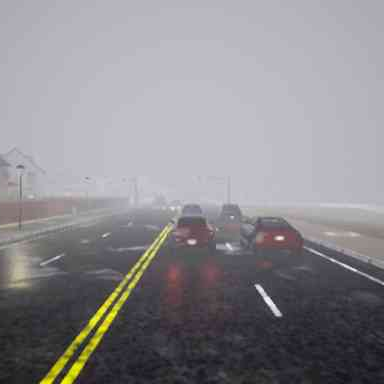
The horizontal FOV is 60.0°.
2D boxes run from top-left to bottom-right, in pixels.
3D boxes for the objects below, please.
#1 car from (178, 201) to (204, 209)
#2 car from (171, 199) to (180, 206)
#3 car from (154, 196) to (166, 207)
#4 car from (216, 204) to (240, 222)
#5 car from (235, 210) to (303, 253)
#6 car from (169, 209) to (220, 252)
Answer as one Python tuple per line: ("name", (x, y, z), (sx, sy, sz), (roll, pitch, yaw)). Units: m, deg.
("car", (0.012, 1.766, 29.476), (1.882, 1.535, 5.008), (0, 0, 0))
("car", (-3.234, 2.192, 68.196), (2.128, 1.511, 4.902), (0, -1, 0))
("car", (-6.481, 1.907, 68.348), (2.150, 2.045, 5.566), (0, -1, 0))
("car", (3.260, 1.794, 29.310), (1.837, 1.490, 4.892), (0, 0, 0))
("car", (3.257, 1.702, 14.332), (1.994, 1.385, 4.181), (0, 0, 0))
("car", (0.007, 1.664, 14.383), (1.812, 1.442, 4.674), (0, 0, 0))
